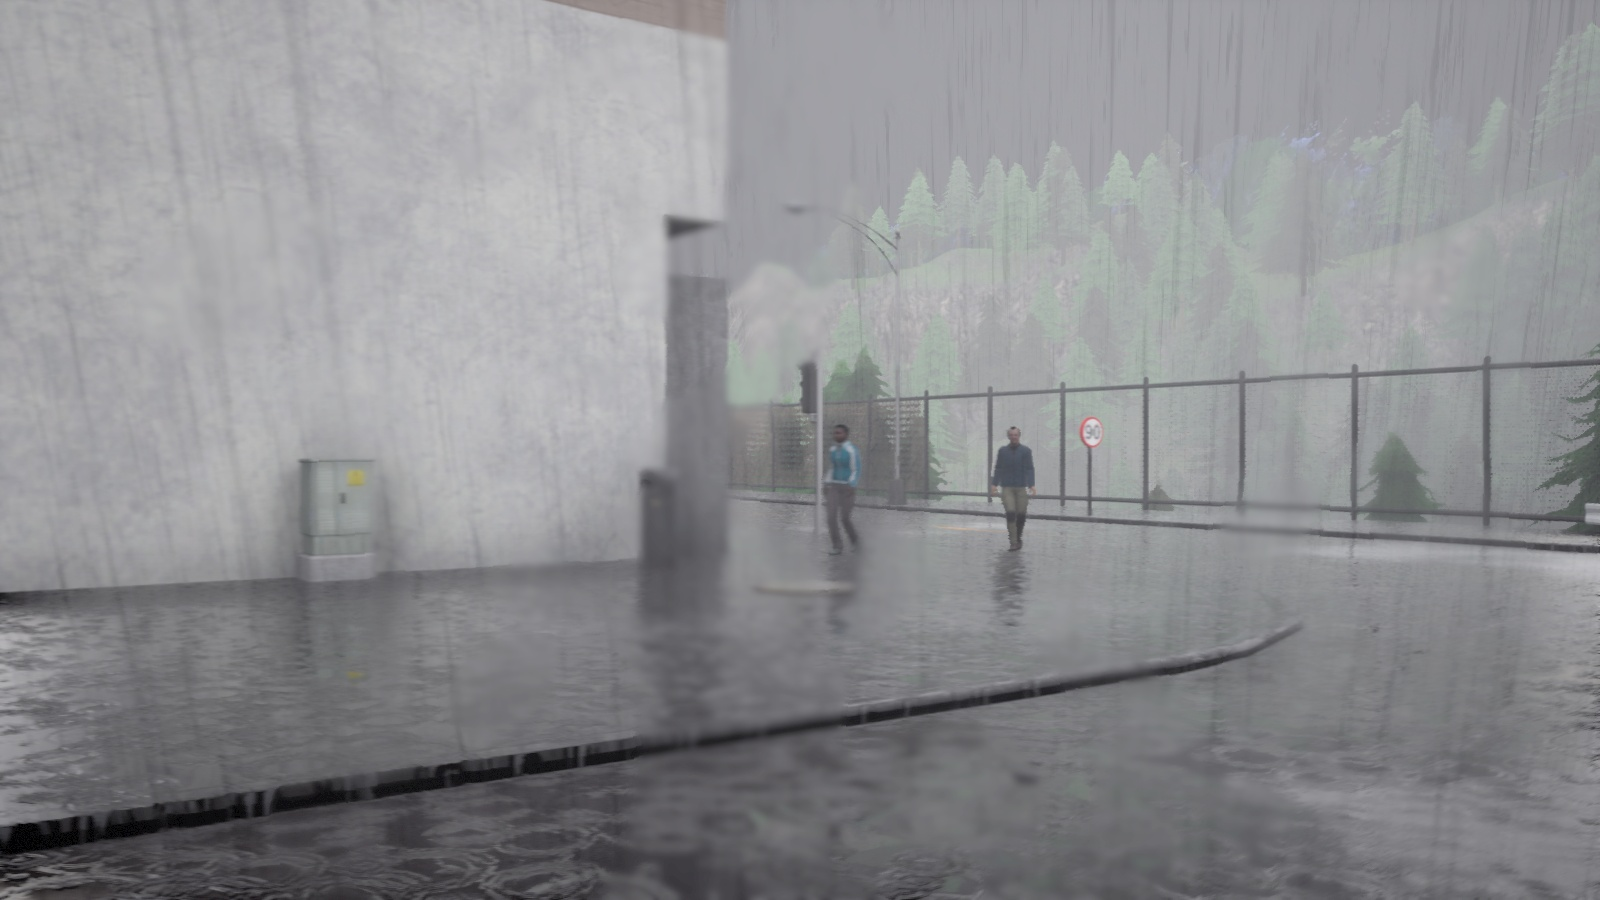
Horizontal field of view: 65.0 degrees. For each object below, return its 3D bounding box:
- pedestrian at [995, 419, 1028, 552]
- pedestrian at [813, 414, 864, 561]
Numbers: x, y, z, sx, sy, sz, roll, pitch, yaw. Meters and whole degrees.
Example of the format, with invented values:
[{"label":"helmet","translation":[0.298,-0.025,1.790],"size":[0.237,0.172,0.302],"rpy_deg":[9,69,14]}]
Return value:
[{"label":"pedestrian","translation":[2.994,0.492,17.824],"size":[0.402,1.842,0.726],"rpy_deg":[0,0,5]},{"label":"pedestrian","translation":[0.521,0.495,16.843],"size":[0.396,1.930,0.692],"rpy_deg":[0,0,31]}]
